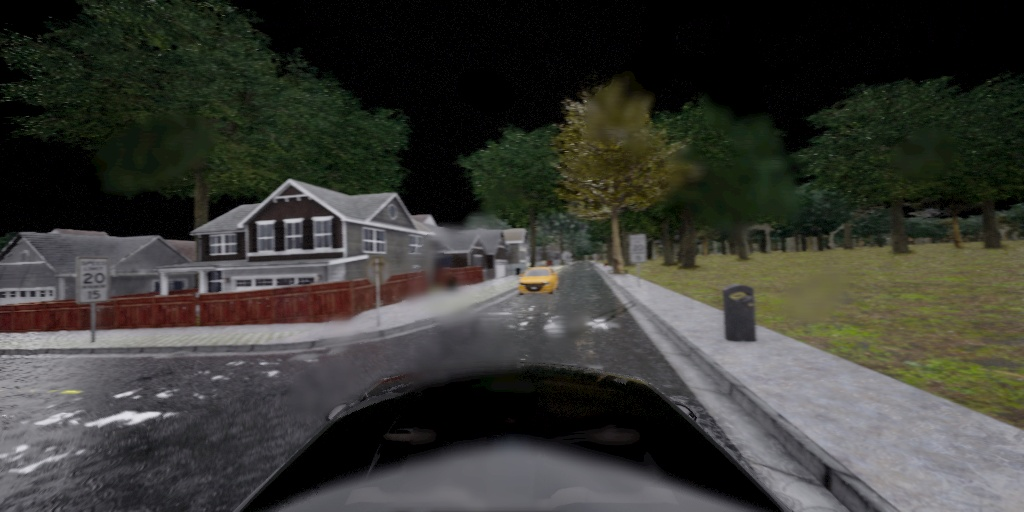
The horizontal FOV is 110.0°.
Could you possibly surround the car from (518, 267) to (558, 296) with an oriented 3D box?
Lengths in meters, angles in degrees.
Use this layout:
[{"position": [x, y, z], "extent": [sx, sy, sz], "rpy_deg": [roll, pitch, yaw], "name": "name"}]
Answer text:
[{"position": [1.626, 1.389, 21.045], "extent": [1.882, 1.535, 5.008], "rpy_deg": [-2, 0, 12], "name": "car"}]
